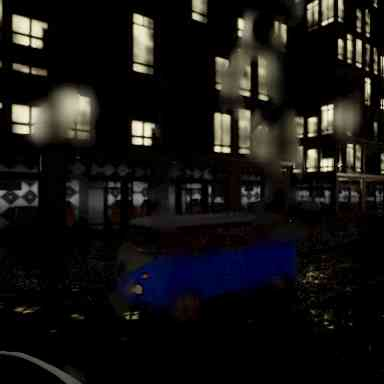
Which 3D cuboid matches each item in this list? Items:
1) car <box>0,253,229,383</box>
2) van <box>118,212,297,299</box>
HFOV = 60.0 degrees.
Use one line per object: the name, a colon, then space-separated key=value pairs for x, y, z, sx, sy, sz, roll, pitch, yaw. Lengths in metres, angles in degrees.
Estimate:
car: x=-2.273 y=1.507 z=1.759 sx=4.892 sy=1.490 sz=1.837 roll=0 pitch=0 yaw=-35
van: x=0.396 y=1.334 z=6.827 sx=3.998 sy=1.788 sz=1.690 roll=0 pitch=0 yaw=-35
